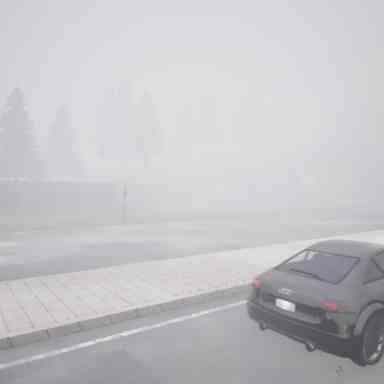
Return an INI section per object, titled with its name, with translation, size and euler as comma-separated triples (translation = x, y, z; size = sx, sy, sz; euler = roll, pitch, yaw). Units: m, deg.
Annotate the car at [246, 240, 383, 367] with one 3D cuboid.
[car]
translation = 2.943, 1.564, 5.844
size = 4.181, 1.385, 1.994
euler = 0, 0, -36
